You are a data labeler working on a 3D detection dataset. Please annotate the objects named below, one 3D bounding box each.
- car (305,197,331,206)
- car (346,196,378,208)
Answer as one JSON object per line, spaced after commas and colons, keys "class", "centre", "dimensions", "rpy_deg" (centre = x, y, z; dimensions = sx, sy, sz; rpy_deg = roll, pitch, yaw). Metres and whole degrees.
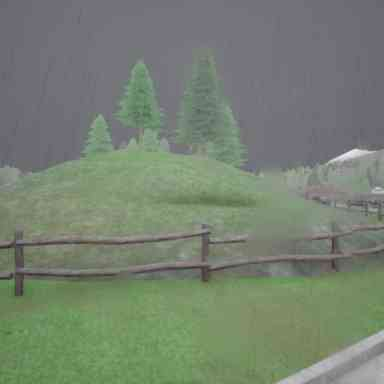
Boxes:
{"class": "car", "centre": [20.061, 1.505, 53.074], "dimensions": [1.837, 1.490, 4.892], "rpy_deg": [0, 0, -15]}
{"class": "car", "centre": [24.825, 1.352, 48.726], "dimensions": [2.097, 1.767, 4.553], "rpy_deg": [0, 0, -16]}
